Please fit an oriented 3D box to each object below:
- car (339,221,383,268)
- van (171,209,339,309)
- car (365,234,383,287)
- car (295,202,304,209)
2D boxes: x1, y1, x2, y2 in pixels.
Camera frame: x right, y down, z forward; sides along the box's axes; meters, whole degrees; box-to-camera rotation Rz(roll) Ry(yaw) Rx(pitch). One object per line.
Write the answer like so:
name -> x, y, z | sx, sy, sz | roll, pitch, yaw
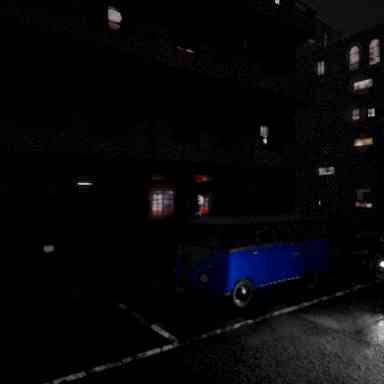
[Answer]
car -> 5.948, 1.678, 11.007 | 4.403, 1.369, 2.008 | 1, -1, -36
van -> 1.457, 1.406, 7.701 | 3.998, 1.788, 1.690 | 1, -1, -36
car -> 6.399, 1.711, 8.017 | 4.718, 1.301, 1.895 | 1, -1, -35
car -> 11.225, 1.739, 39.928 | 1.887, 1.381, 4.507 | 0, 0, -36
